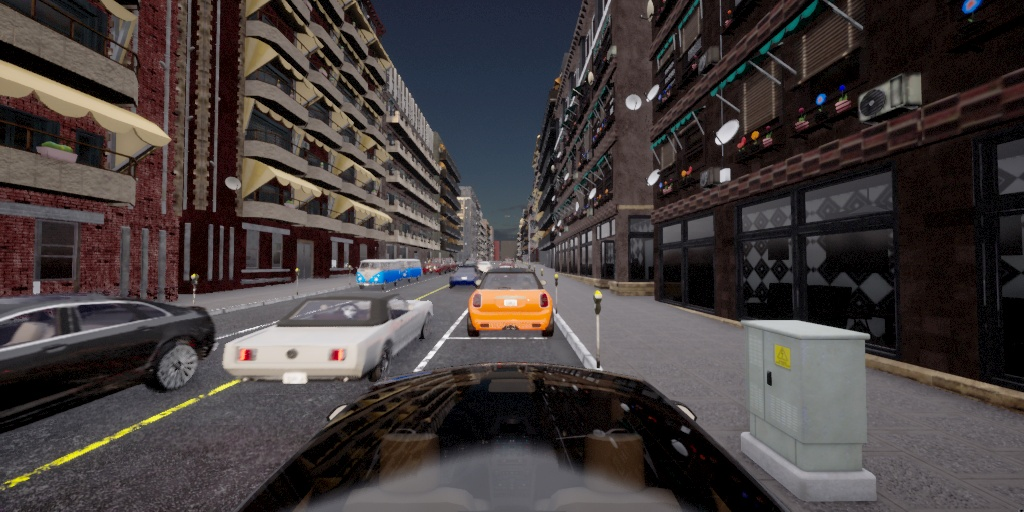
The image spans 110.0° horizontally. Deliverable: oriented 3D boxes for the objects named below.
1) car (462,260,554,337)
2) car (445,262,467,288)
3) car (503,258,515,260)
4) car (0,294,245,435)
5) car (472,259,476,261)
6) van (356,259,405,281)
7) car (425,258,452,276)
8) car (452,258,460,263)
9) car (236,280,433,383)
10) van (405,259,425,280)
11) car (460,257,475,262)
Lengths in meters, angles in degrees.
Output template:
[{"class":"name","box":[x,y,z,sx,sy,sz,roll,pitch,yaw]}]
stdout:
[{"class":"car","box":[-0.033,1.108,10.473,2.097,1.767,4.553,0,0,0]},{"class":"car","box":[-2.921,1.333,23.943,1.994,1.385,4.181,0,0,0]},{"class":"car","box":[-0.447,1.240,39.134,1.967,1.591,4.097,0,0,0]},{"class":"car","box":[-5.872,1.243,3.955,2.128,1.511,4.902,0,0,0]},{"class":"car","box":[-3.036,1.326,39.547,1.812,1.442,4.674,0,0,0]},{"class":"van","box":[-8.336,1.108,22.602,1.690,1.789,3.998,0,0,0]},{"class":"car","box":[-8.337,1.115,39.194,2.192,1.841,5.009,0,0,0]},{"class":"car","box":[-8.337,1.128,44.724,2.192,1.841,5.009,0,0,0]},{"class":"car","box":[-2.920,1.354,7.055,1.895,1.301,4.718,0,0,0]},{"class":"van","box":[-8.336,1.118,28.134,1.690,1.789,3.998,0,0,0]},{"class":"car","box":[-5.773,1.328,48.646,1.882,1.535,5.008,0,0,0]}]
